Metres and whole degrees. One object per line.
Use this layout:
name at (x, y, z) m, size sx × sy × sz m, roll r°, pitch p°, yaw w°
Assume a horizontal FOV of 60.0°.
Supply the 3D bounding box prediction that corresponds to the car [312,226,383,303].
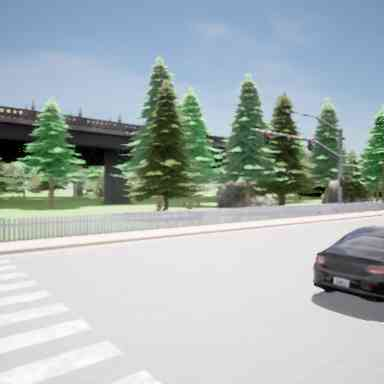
car at (4.572, 1.511, 7.549) m, size 4.674 × 1.442 × 1.812 m, roll 0°, pitch 0°, yaw -38°
